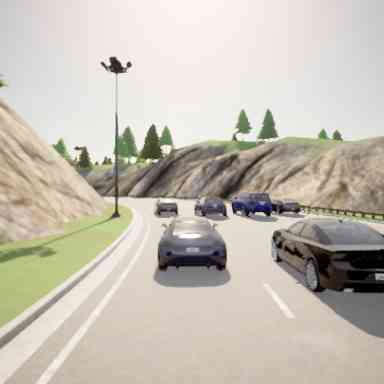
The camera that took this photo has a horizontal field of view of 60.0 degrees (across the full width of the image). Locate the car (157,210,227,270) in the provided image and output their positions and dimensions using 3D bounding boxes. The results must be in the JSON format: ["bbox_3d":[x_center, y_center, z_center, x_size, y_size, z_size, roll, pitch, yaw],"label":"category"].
[{"bbox_3d":[-0.066,1.488,10.811,1.994,1.385,4.181,0,0,-2],"label":"car"}]

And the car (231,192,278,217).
[{"bbox_3d":[5.059,1.022,28.841,2.150,2.045,5.566,0,1,-10],"label":"car"}]

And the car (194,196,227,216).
[{"bbox_3d":[1.490,1.152,28.511,2.097,1.767,4.553,0,0,-10],"label":"car"}]

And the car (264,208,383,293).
[{"bbox_3d":[3.509,1.416,8.725,1.882,1.535,5.008,0,1,-1],"label":"car"}]

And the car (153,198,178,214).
[{"bbox_3d":[-2.490,1.276,30.806,2.128,1.511,4.902,0,0,-12],"label":"car"}]

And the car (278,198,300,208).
[{"bbox_3d":[8.205,1.278,30.838,2.128,1.511,4.902,0,0,-10],"label":"car"}]
